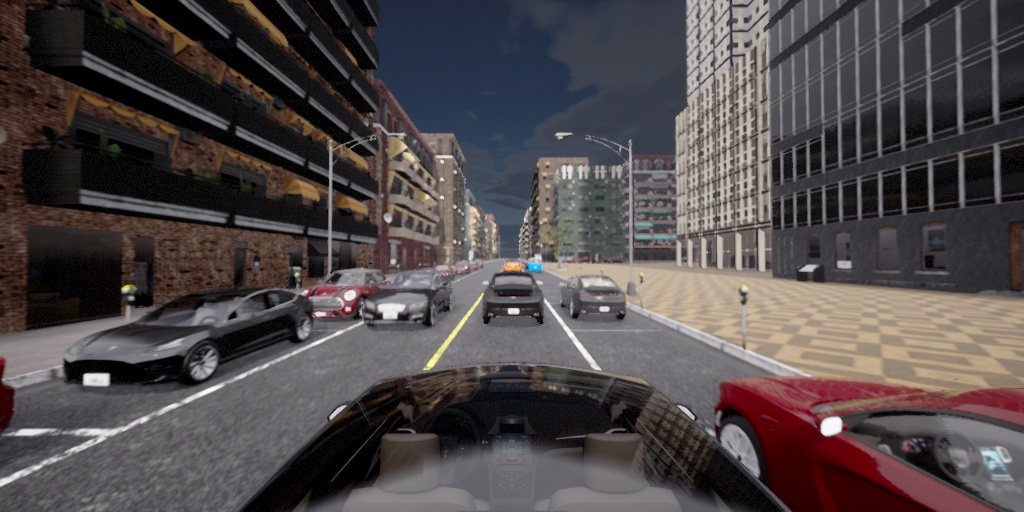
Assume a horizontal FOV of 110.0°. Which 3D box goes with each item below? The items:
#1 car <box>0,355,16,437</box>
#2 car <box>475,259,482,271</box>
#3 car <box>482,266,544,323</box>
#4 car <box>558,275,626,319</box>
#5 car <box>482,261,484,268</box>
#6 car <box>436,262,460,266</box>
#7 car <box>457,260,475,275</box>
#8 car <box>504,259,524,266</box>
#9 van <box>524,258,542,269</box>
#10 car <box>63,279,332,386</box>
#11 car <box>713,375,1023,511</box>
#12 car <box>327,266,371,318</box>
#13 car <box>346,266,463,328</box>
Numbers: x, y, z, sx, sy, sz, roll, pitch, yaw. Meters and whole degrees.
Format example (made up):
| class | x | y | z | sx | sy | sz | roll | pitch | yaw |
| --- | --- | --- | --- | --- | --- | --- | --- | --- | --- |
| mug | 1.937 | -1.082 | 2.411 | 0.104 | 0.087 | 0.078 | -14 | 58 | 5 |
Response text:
| class | x | y | z | sx | sy | sz | roll | pitch | yaw |
| --- | --- | --- | --- | --- | --- | --- | --- | --- | --- |
| car | -5.689 | 1.295 | 1.514 | 1.888 | 1.381 | 4.507 | 0 | 0 | 0 |
| car | -5.759 | 1.388 | 51.641 | 1.802 | 1.307 | 4.207 | 0 | 0 | 0 |
| car | 0.031 | 1.266 | 12.245 | 1.837 | 1.490 | 4.892 | 0 | 0 | 0 |
| car | 2.694 | 1.312 | 12.650 | 2.007 | 1.370 | 4.403 | 0 | 0 | 0 |
| car | -5.807 | 1.257 | 60.545 | 1.967 | 1.591 | 4.097 | 0 | 0 | 0 |
| car | -5.684 | 1.363 | 29.362 | 1.802 | 1.307 | 4.207 | 0 | 0 | 0 |
| car | -5.687 | 1.233 | 40.502 | 1.967 | 1.591 | 4.097 | 0 | 0 | 0 |
| car | 0.109 | 1.150 | 44.440 | 2.097 | 1.767 | 4.553 | 0 | 0 | 0 |
| van | 2.727 | 1.138 | 43.887 | 1.690 | 1.789 | 3.998 | 0 | 0 | 0 |
| car | -5.688 | 1.322 | 7.084 | 1.948 | 1.339 | 4.313 | 0 | 0 | 0 |
| car | 2.691 | 1.295 | 1.511 | 1.888 | 1.381 | 4.507 | 0 | 0 | 0 |
| car | -5.687 | 1.202 | 12.653 | 1.967 | 1.591 | 4.097 | 0 | 0 | 0 |
| car | -3.097 | 1.252 | 11.580 | 2.128 | 1.511 | 4.902 | 0 | 0 | 0 |
